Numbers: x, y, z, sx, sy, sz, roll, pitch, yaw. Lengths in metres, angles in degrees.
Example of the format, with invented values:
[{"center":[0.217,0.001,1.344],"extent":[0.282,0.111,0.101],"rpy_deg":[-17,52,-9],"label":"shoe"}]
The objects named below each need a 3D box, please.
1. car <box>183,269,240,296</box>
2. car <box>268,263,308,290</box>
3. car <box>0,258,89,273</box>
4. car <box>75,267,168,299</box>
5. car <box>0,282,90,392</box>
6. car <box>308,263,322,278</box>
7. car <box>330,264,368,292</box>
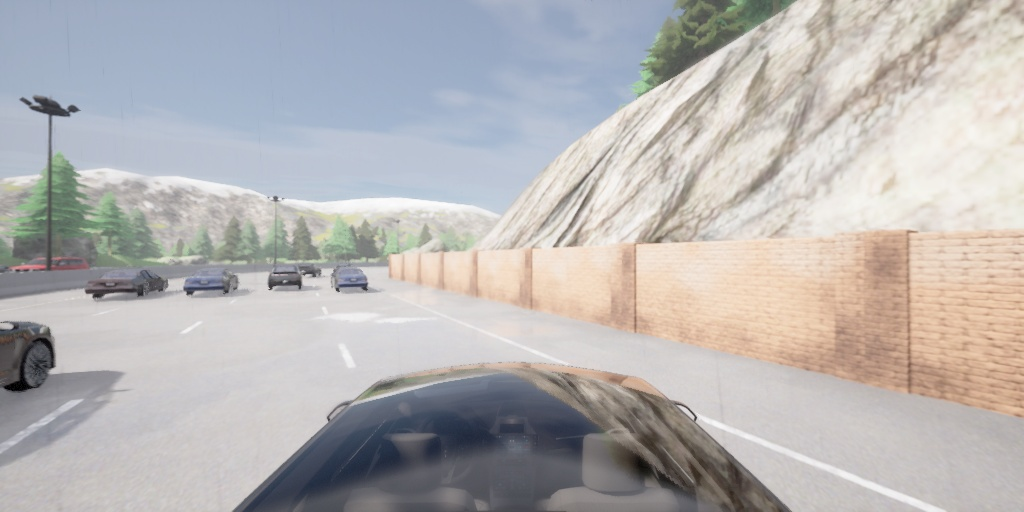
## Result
[{"center":[-17.291,1.430,20.809],"extent":[2.033,1.411,5.357],"rpy_deg":[0,-1,-30],"label":"car"},{"center":[-15.189,1.404,24.156],"extent":[2.128,1.511,4.902],"rpy_deg":[0,-1,-30],"label":"car"},{"center":[-37.298,1.138,29.051],"extent":[2.150,2.045,5.566],"rpy_deg":[0,-1,-21],"label":"car"},{"center":[-20.434,1.411,19.254],"extent":[2.033,1.411,5.357],"rpy_deg":[0,-1,-30],"label":"car"},{"center":[-7.218,1.246,3.716],"extent":[2.128,1.511,4.902],"rpy_deg":[0,-1,-31],"label":"car"},{"center":[-22.007,1.528,38.934],"extent":[1.837,1.490,4.892],"rpy_deg":[0,-2,-18],"label":"car"},{"center":[-10.576,1.461,23.201],"extent":[2.033,1.411,5.357],"rpy_deg":[0,-1,-30],"label":"car"}]
